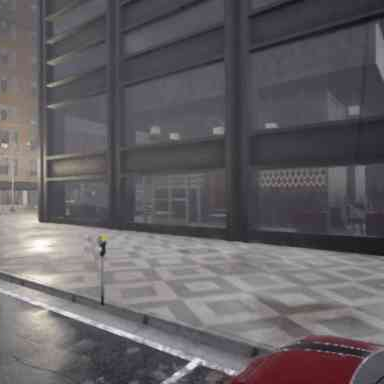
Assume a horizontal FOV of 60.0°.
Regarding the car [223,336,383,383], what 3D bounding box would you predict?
[{"bbox_3d":[1.855,1.441,1.535,4.097,1.590,1.967,0,-1,36],"label":"car"}]
